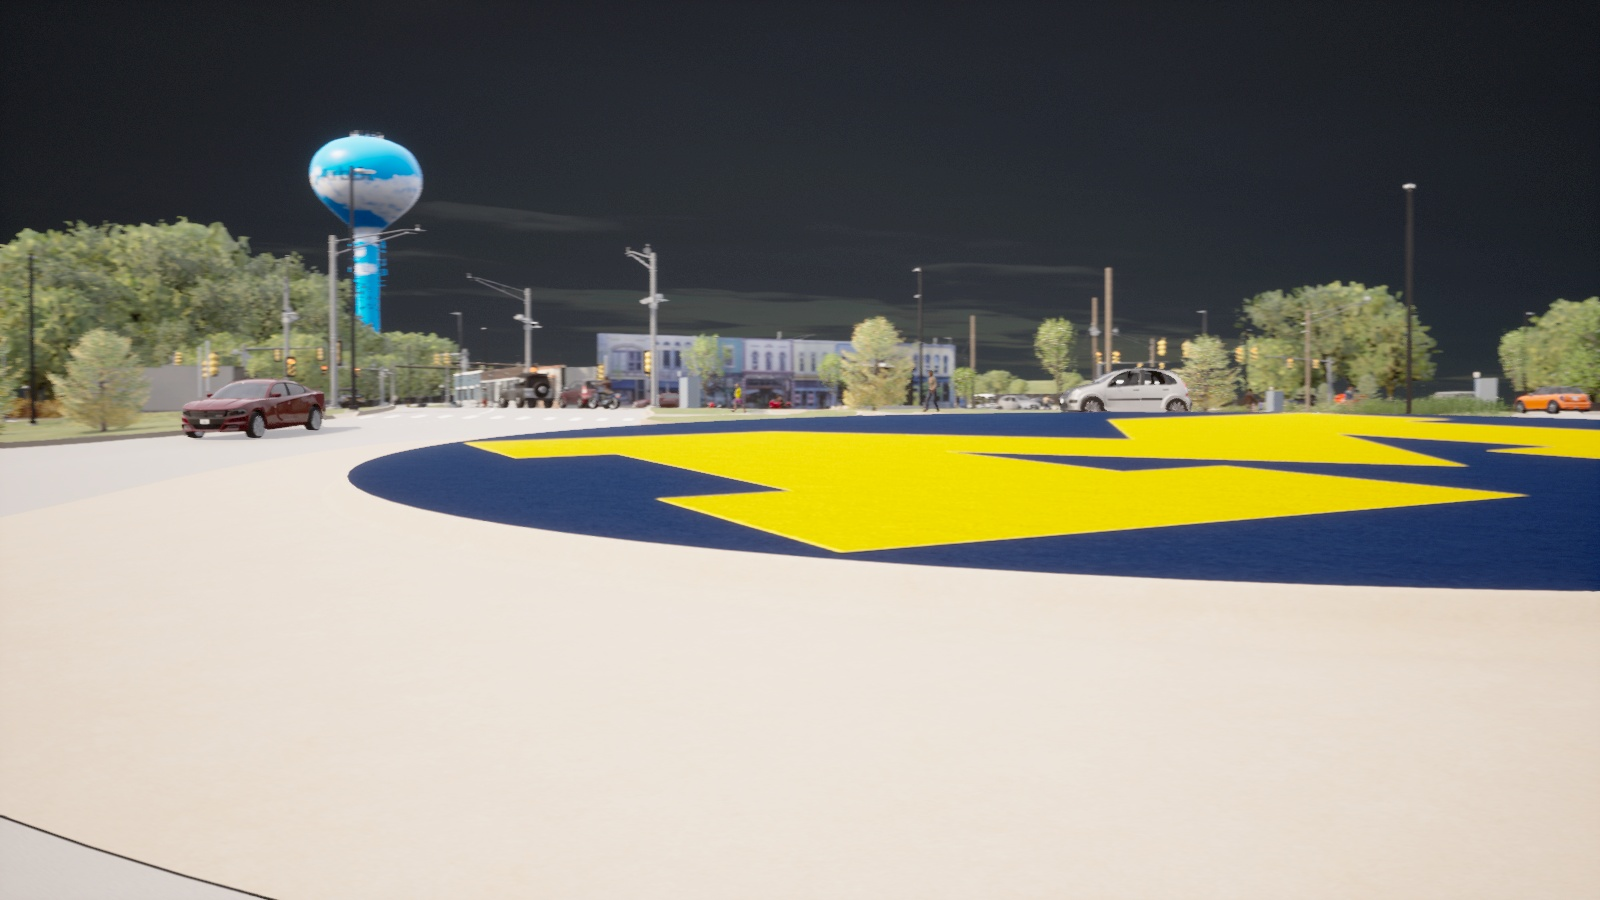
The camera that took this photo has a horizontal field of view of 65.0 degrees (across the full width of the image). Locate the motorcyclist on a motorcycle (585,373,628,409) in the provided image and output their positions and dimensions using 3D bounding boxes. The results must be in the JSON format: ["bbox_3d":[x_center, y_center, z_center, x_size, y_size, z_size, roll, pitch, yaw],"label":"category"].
[{"bbox_3d":[-9.206,-2.789,59.602,2.350,1.649,0.766,3,3,44],"label":"motorcyclist on a motorcycle"}]

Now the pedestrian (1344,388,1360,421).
[{"bbox_3d":[32.708,-2.690,74.453,0.423,1.949,0.788,0,1,-19],"label":"pedestrian"}]

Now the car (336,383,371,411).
[{"bbox_3d":[-31.717,-3.753,89.111,1.905,1.878,3.866,0,1,-26],"label":"car"}]

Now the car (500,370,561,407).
[{"bbox_3d":[-14.418,-3.263,66.978,1.905,1.878,3.866,0,2,-33],"label":"car"}]

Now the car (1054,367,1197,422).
[{"bbox_3d":[10.306,-1.750,39.947,3.988,1.617,1.851,1,1,-4],"label":"car"}]

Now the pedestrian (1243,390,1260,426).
[{"bbox_3d":[23.280,-2.147,64.701,0.703,1.840,0.431,0,1,-24],"label":"pedestrian"}]

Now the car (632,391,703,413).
[{"bbox_3d":[-9.368,-3.388,88.874,4.674,1.442,1.812,0,1,-27],"label":"car"}]

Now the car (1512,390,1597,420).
[{"bbox_3d":[45.437,-2.705,75.757,2.097,1.767,4.553,0,2,-4],"label":"car"}]

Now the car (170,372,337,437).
[{"bbox_3d":[-14.710,-1.299,34.161,1.882,1.535,5.008,0,5,6],"label":"car"}]

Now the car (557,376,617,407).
[{"bbox_3d":[-11.647,-3.171,68.529,1.851,1.617,3.988,0,2,-31],"label":"car"}]

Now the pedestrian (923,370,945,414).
[{"bbox_3d":[5.527,-2.387,51.854,0.869,1.805,0.328,0,1,-35],"label":"pedestrian"}]
